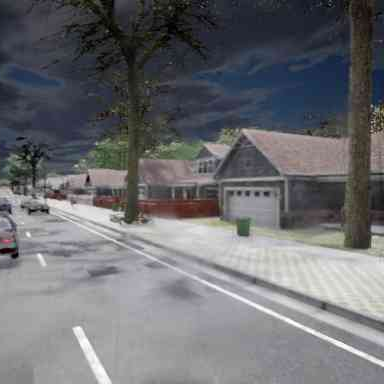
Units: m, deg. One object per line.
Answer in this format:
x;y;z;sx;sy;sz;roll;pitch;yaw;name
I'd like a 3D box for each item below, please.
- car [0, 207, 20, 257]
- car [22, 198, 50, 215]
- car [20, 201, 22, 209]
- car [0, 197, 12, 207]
-7.390;1.520;12.130;2.033;1.411;5.357;0;0;-29;car
-15.490;1.531;33.213;1.895;1.301;4.718;0;0;-30;car
-21.419;1.460;43.601;2.033;1.411;5.357;0;0;-29;car
-19.841;1.285;34.328;2.097;1.767;4.553;0;0;-29;car
